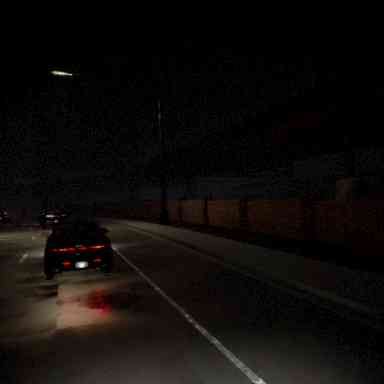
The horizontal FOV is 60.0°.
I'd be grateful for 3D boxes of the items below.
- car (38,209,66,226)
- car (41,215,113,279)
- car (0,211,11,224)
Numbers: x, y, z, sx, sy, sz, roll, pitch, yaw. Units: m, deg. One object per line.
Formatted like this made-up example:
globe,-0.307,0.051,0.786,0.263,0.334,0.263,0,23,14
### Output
car,-11.669,2.155,27.864,2.128,1.511,4.902,-1,-1,-28
car,-3.839,1.725,11.078,1.837,1.490,4.892,-2,0,-22
car,-21.289,2.819,36.537,1.994,1.385,4.181,-1,-2,-37
